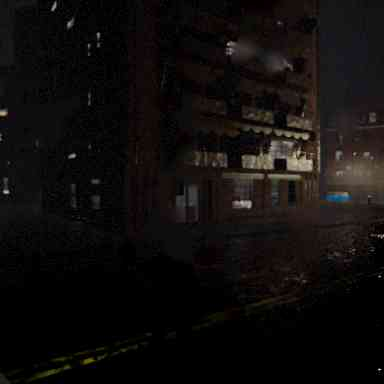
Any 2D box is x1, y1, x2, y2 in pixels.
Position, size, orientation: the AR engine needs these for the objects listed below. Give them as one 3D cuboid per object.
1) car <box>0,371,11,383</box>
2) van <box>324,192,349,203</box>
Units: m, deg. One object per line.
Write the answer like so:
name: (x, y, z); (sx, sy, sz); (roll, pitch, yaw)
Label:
car: (-3.218, 1.526, 1.165); (4.674, 1.442, 1.812); (0, 0, -35)
van: (25.656, 0.941, 58.854); (3.998, 1.788, 1.690); (1, 0, 21)
